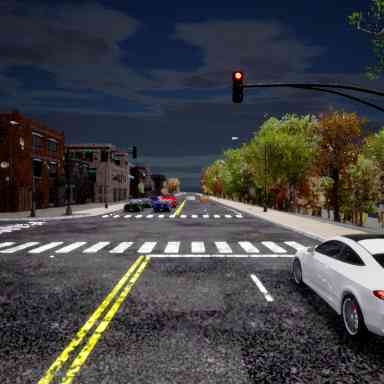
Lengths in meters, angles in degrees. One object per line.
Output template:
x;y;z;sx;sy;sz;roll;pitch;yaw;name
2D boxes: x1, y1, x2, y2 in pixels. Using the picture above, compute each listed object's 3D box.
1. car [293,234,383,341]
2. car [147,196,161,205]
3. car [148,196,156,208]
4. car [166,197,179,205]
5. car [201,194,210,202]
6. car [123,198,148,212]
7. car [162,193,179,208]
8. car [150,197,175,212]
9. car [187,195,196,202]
3.352;1.525;6.343;1.812;1.442;4.674;0;0;2;car
-6.628;1.519;58.244;1.812;1.442;4.674;0;0;0;car
-6.627;1.541;48.206;2.033;1.411;5.357;0;0;-1;car
-3.379;1.557;58.370;1.994;1.385;4.181;0;0;0;car
3.152;1.348;78.752;2.097;1.767;4.553;0;0;0;car
-6.603;1.595;38.420;1.895;1.301;4.718;0;0;0;car
-3.379;1.215;48.320;2.150;2.045;5.566;0;0;-1;car
-3.353;1.595;38.429;1.895;1.301;4.718;0;0;0;car
-0.098;1.517;78.864;1.812;1.442;4.674;0;0;0;car
